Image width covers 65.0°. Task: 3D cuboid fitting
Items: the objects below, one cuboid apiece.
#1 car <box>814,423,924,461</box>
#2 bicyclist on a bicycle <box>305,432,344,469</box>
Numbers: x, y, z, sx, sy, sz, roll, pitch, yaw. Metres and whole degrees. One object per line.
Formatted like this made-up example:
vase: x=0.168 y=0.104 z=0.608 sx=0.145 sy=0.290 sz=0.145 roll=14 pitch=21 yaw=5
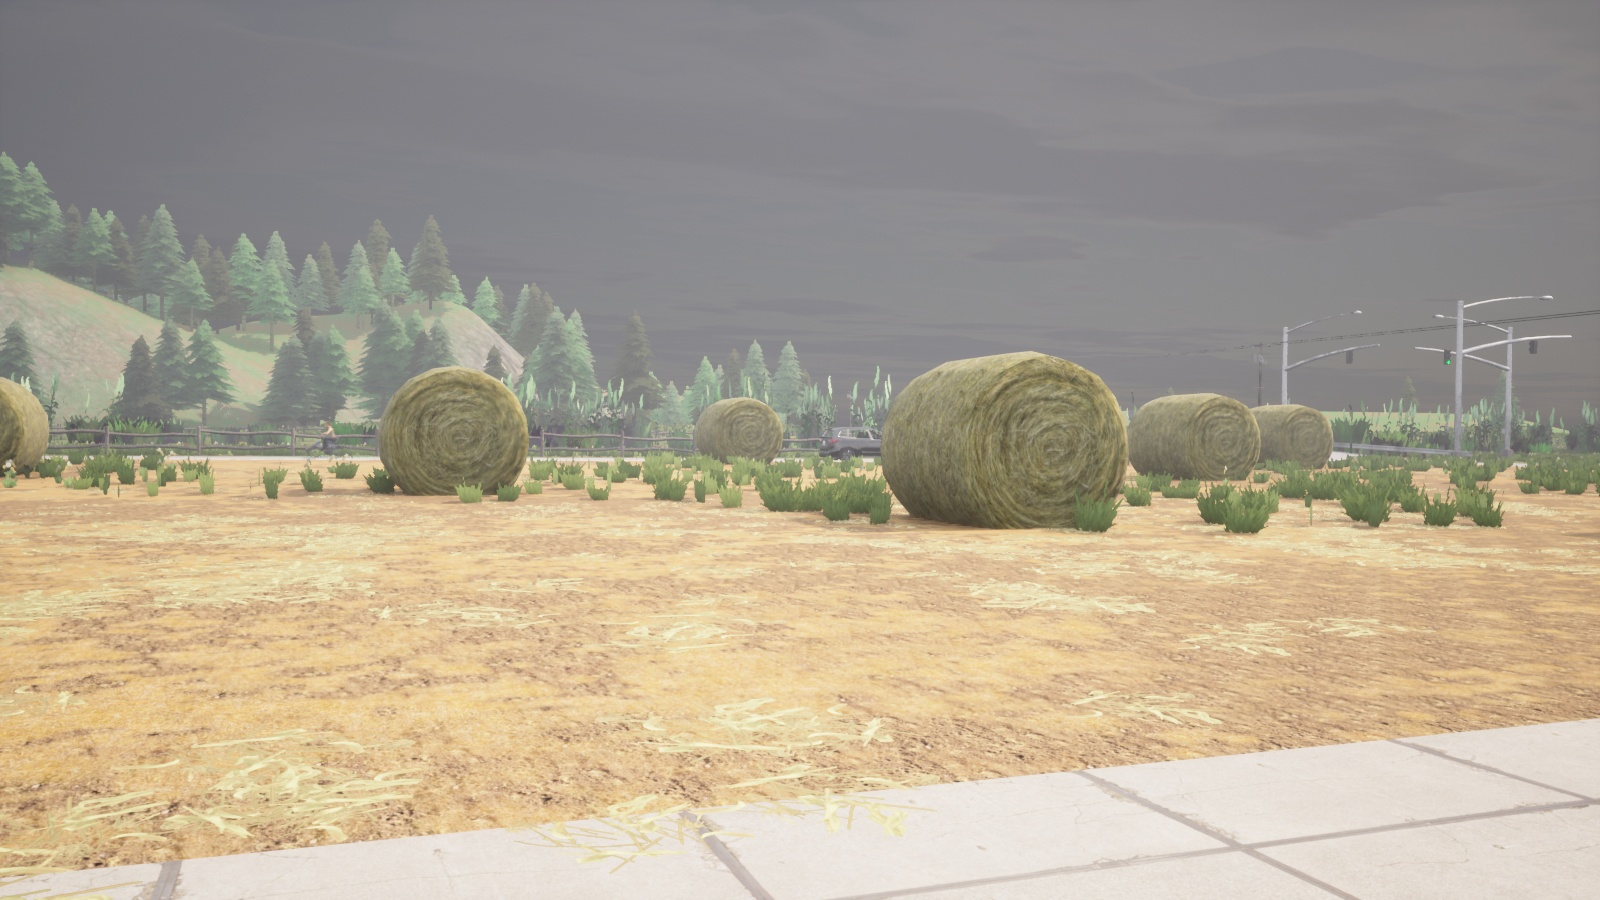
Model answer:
car: x=3.201 y=-0.400 z=58.616 sx=4.611 sy=1.667 sz=2.242 roll=-1 pitch=1 yaw=-17
bicyclist on a bicycle: x=-20.826 y=0.006 z=54.993 sx=1.509 sy=1.612 sz=0.866 roll=-1 pitch=1 yaw=-17
